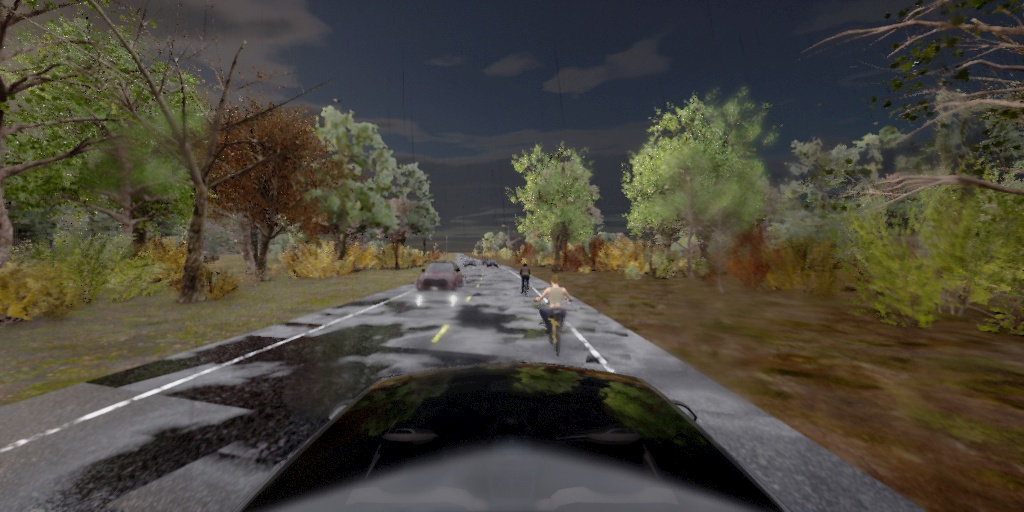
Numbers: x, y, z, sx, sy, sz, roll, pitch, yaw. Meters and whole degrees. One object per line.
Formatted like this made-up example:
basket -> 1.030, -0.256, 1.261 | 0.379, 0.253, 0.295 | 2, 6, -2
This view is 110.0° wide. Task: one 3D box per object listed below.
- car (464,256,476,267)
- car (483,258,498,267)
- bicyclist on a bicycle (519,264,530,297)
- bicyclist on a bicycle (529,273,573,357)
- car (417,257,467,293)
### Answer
car -> -7.366, 1.243, 63.464 | 1.994, 1.385, 4.181 | 0, 0, -6
car -> -3.510, 1.284, 61.774 | 1.895, 1.301, 4.718 | 0, 0, -7
bicyclist on a bicycle -> 0.653, 1.201, 17.786 | 0.582, 1.620, 1.656 | 0, 0, -2
bicyclist on a bicycle -> 0.900, 1.187, 7.592 | 0.866, 1.612, 1.509 | 0, 0, -1
car -> -4.030, 1.100, 20.697 | 2.097, 1.767, 4.553 | 0, 0, -2
